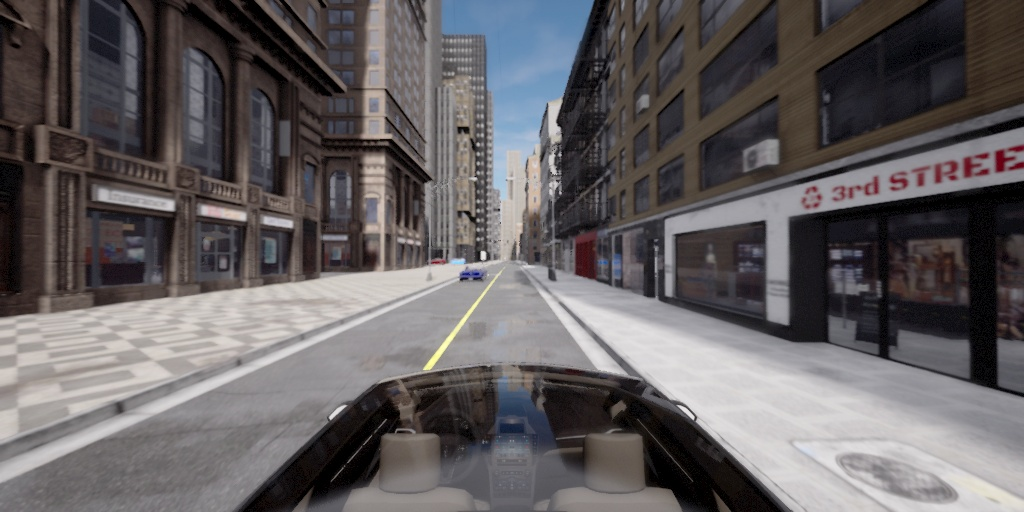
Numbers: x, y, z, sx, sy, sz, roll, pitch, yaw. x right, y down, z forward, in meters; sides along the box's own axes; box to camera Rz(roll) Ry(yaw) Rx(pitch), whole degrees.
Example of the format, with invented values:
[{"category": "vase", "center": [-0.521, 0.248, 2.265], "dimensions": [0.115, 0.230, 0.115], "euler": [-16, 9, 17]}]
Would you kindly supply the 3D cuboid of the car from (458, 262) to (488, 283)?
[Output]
[{"category": "car", "center": [-2.993, 1.373, 28.300], "dimensions": [1.895, 1.301, 4.718], "euler": [0, 0, 0]}]
